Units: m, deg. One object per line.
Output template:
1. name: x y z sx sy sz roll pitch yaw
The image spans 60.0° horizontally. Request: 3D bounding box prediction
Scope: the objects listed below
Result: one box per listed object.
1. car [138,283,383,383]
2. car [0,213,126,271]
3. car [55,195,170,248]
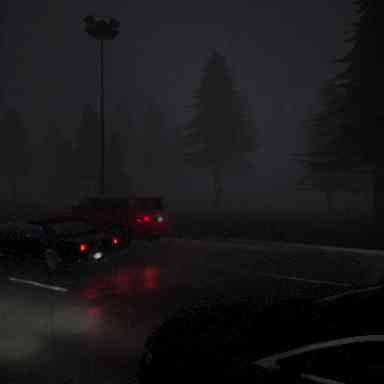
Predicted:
1. car: 1.739 1.469 2.390 4.902 1.511 2.128 0 0 35
2. car: -4.632 1.531 10.632 4.718 1.301 1.895 0 0 29
3. car: -3.554 1.126 14.029 5.566 2.045 2.150 0 1 29
